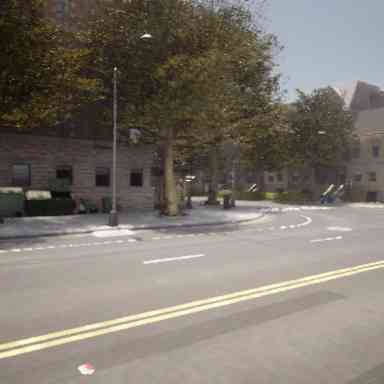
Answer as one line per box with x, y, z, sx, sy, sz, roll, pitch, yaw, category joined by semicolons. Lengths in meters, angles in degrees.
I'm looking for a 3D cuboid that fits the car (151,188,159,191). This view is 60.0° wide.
-5.171;0.222;46.072;2.231;1.521;4.892;0;2;-33;car
